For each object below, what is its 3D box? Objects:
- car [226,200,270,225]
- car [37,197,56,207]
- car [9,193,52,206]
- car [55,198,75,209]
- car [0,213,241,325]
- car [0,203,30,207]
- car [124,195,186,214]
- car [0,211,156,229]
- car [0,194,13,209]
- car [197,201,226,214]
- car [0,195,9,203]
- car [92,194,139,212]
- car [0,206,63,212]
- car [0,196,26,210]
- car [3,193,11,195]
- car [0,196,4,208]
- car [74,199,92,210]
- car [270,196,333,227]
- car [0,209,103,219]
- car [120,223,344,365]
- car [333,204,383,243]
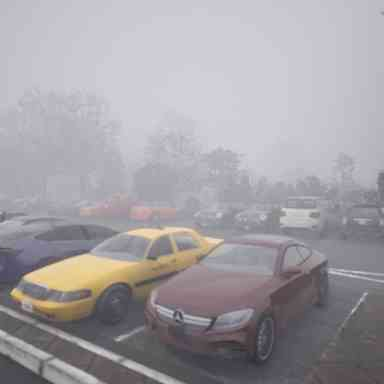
[{"bbox_3d":[4.313,1.374,20.047,2.185,1.767,4.553,0,0,36],"label":"car"},{"bbox_3d":[-11.449,1.430,31.307,2.163,1.488,4.792,0,0,36],"label":"car"},{"bbox_3d":[-15.934,1.245,34.607,2.185,1.767,4.553,0,0,36],"label":"car"},{"bbox_3d":[-9.166,1.415,29.708,2.097,1.535,5.008,0,0,36],"label":"car"},{"bbox_3d":[-1.090,1.511,7.555,1.946,1.575,5.366,0,0,36],"label":"car"},{"bbox_3d":[-10.024,1.459,14.200,2.231,1.521,4.892,0,0,36],"label":"car"},{"bbox_3d":[-2.405,1.332,24.801,2.185,1.767,4.553,0,0,36],"label":"car"},{"bbox_3d":[-3.224,1.530,9.354,2.163,1.488,4.792,0,0,36],"label":"car"},{"bbox_3d":[-25.016,1.181,41.060,2.185,1.767,4.553,0,0,36],"label":"car"},{"bbox_3d":[2.052,1.360,21.673,2.185,1.767,4.553,0,0,36],"label":"car"},{"bbox_3d":[-18.211,1.357,36.213,2.231,1.521,4.892,0,0,36],"label":"car"},{"bbox_3d":[-4.732,1.192,26.548,2.435,2.045,5.566,0,0,36],"label":"car"},{"bbox_3d":[-7.778,1.502,12.556,2.163,1.488,4.792,0,0,36],"label":"car"},{"bbox_3d":[-22.734,1.323,39.464,2.097,1.535,5.008,0,0,36],"label":"car"},{"bbox_3d":[-20.490,1.088,37.810,2.435,2.045,5.566,0,0,36],"label":"car"},{"bbox_3d":[-27.262,1.289,42.708,2.097,1.535,5.008,0,0,36],"label":"car"},{"bbox_3d":[-6.902,1.426,28.302,1.946,1.575,5.366,0,0,36],"label":"car"},{"bbox_3d":[6.675,1.263,18.345,2.435,2.045,5.566,0,0,36],"label":"car"},{"bbox_3d":[-5.500,1.526,10.957,2.002,1.452,4.674,0,0,36],"label":"car"},{"bbox_3d":[1.172,1.568,6.176,2.002,1.452,4.674,0,-1,36],"label":"car"},{"bbox_3d":[8.901,1.403,16.671,2.185,1.767,4.553,0,0,36],"label":"car"}]
